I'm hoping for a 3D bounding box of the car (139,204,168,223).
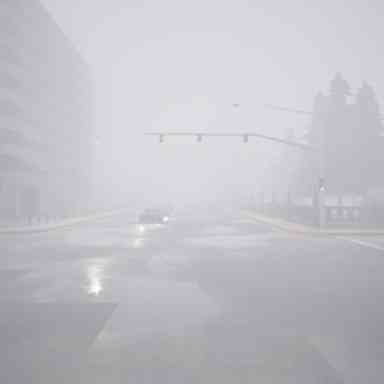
[{"bbox_3d":[-3.596,2.071,30.305,1.994,1.385,4.181,0,-1,0],"label":"car"}]

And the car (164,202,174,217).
[{"bbox_3d":[-3.586,2.229,40.196,1.994,1.385,4.181,0,-1,1],"label":"car"}]

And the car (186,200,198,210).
[{"bbox_3d":[-0.015,2.453,60.068,1.882,1.535,5.008,0,-1,0],"label":"car"}]

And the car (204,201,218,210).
[{"bbox_3d":[3.583,2.434,59.276,1.882,1.535,5.008,0,-1,0],"label":"car"}]

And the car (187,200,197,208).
[{"bbox_3d":[-0.017,2.507,69.318,2.128,1.511,4.902,0,-1,0],"label":"car"}]

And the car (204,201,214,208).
[{"bbox_3d":[3.483,2.606,69.972,1.882,1.535,5.008,0,-1,0],"label":"car"}]
